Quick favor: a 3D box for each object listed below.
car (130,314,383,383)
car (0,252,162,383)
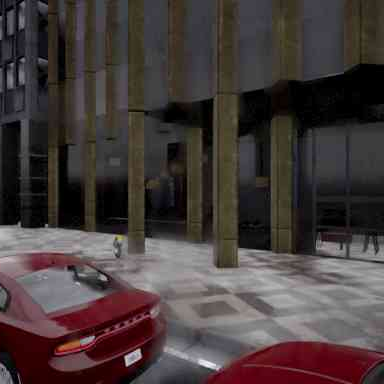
[{"bbox_3d":[2.016,1.545,1.525,4.507,1.381,1.887,0,0,35],"label":"car"},{"bbox_3d":[-2.414,1.545,4.678,4.507,1.381,1.887,0,0,35],"label":"car"}]
